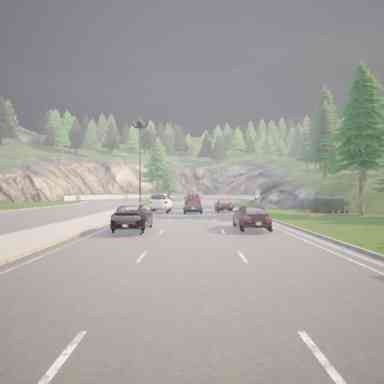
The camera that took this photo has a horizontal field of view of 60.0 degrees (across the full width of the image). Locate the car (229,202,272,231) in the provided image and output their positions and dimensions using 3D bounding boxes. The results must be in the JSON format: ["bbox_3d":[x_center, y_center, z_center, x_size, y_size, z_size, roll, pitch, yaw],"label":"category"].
[{"bbox_3d":[3.607,1.525,20.225,1.812,1.442,4.674,0,0,0],"label":"car"}]

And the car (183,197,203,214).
[{"bbox_3d":[0.104,1.564,35.173,1.994,1.385,4.181,0,0,0],"label":"car"}]

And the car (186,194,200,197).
[{"bbox_3d":[0.099,1.221,44.594,2.150,2.045,5.566,0,0,0],"label":"car"}]

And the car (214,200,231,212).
[{"bbox_3d":[3.605,1.600,37.992,1.895,1.301,4.718,0,0,0],"label":"car"}]

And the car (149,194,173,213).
[{"bbox_3d":[-3.406,1.219,36.650,2.150,2.045,5.566,0,0,1],"label":"car"}]

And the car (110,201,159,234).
[{"bbox_3d":[-3.397,1.491,19.283,2.128,1.511,4.902,0,0,0],"label":"car"}]
